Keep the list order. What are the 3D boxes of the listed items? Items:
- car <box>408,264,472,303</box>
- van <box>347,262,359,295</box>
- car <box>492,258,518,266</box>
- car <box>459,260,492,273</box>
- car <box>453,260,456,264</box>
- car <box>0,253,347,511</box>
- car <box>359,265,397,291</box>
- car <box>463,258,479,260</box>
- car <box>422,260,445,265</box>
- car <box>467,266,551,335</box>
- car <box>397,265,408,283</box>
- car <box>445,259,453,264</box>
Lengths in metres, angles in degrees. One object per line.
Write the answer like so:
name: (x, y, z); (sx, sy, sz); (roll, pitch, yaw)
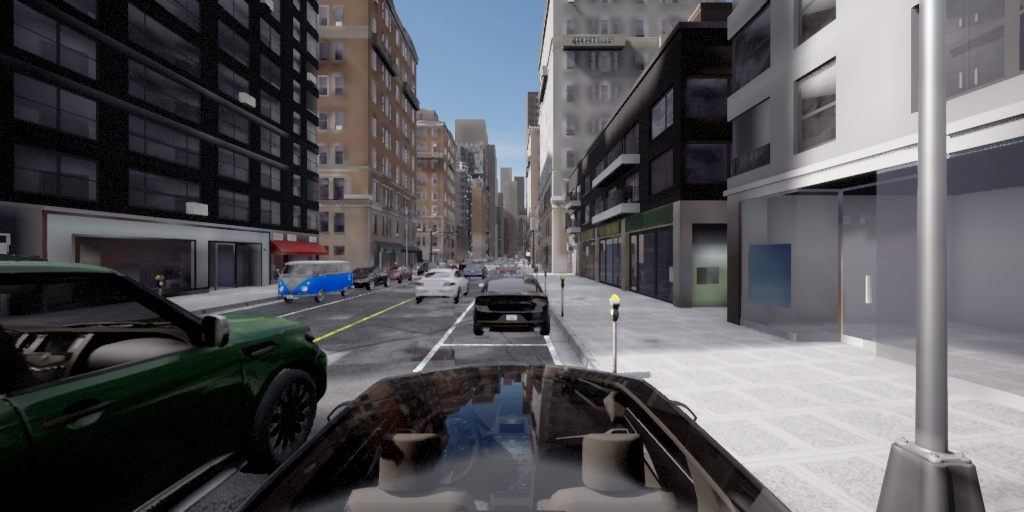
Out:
car: (-3.141, 1.277, 16.619); (1.812, 1.442, 4.674); (0, 0, 0)
van: (-8.813, 1.091, 16.328); (1.690, 1.789, 3.998); (0, 0, 0)
car: (-0.288, 1.193, 27.330); (1.967, 1.591, 4.097); (0, 0, 0)
car: (-3.145, 1.302, 31.230); (2.033, 1.411, 5.357); (0, 0, 0)
car: (-8.814, 1.201, 49.336); (1.967, 1.591, 4.097); (0, 0, 0)
car: (-3.145, 0.973, 1.652); (2.150, 2.045, 5.566); (0, 0, 0)
car: (-8.813, 1.317, 21.829); (1.948, 1.339, 4.313); (0, 0, 0)
car: (-6.148, 1.112, 49.916); (2.097, 1.767, 4.553); (0, 0, 0)
car: (-8.813, 1.322, 38.333); (1.948, 1.339, 4.313); (0, 0, 0)
car: (-0.006, 1.228, 10.500); (1.882, 1.535, 5.008); (0, 0, 0)
car: (-8.813, 1.335, 27.331); (1.802, 1.307, 4.207); (0, 0, 0)
car: (-8.814, 1.341, 43.834); (1.802, 1.307, 4.207); (0, 0, 0)
